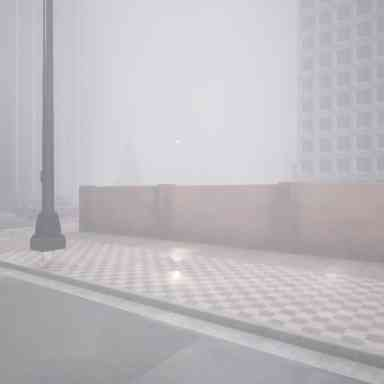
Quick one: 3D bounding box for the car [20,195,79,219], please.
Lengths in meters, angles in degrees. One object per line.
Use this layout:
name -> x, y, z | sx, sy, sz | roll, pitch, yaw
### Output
car -> -11.459, 1.352, 28.054 | 2.097, 1.767, 4.553 | 0, 0, 36

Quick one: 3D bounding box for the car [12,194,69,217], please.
car -> -13.752, 1.221, 31.135 | 2.150, 2.045, 5.566 | 0, 0, 35

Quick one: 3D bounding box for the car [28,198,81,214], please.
car -> -14.711, 1.478, 35.855 | 1.882, 1.535, 5.008 | 0, 0, 35
